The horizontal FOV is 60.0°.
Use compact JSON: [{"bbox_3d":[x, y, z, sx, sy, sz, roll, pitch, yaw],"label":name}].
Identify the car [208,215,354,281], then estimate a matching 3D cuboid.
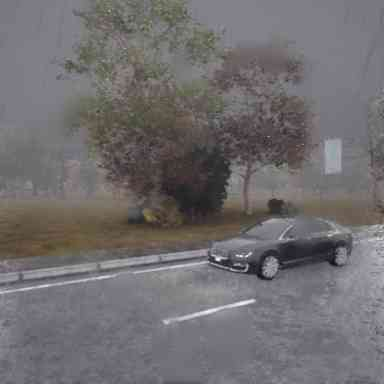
[{"bbox_3d":[2.733,1.470,9.820,4.892,1.490,1.837,0,0,-32],"label":"car"}]
